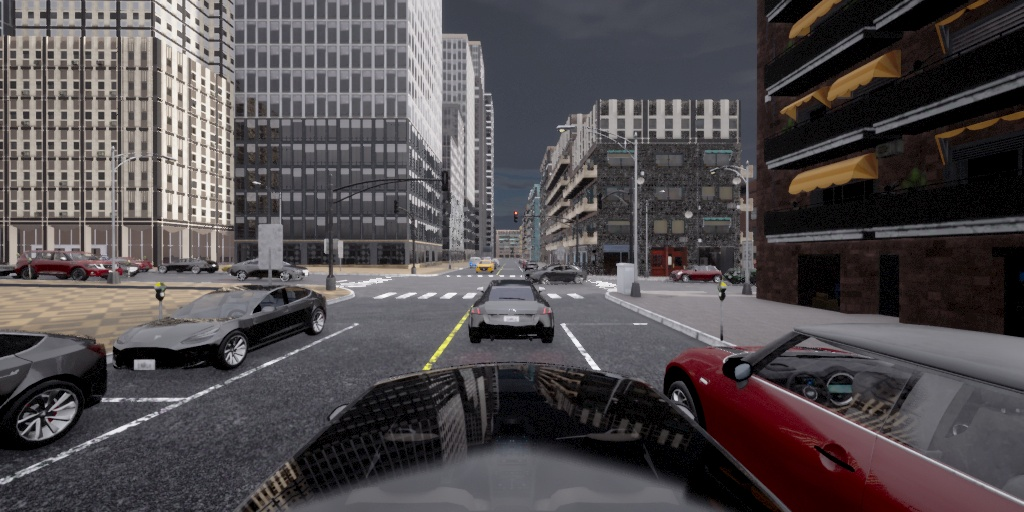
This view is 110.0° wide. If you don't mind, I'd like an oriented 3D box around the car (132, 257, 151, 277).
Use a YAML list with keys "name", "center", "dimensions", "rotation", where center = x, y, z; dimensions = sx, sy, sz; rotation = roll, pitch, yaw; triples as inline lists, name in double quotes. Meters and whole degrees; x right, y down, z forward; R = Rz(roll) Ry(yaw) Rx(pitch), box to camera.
- name: "car"
  center: [-28.704, 0.737, 24.814]
  dimensions: [4.902, 1.511, 2.128]
  rotation: [1, 0, -1]

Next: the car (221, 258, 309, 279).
- name: "car"
  center: [-16.798, 0.959, 24.990]
  dimensions: [4.902, 1.511, 2.128]
  rotation: [1, 0, -1]

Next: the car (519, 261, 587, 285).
- name: "car"
  center: [3.269, 1.349, 26.707]
  dimensions: [4.892, 1.490, 1.837]
  rotation: [2, -1, -23]

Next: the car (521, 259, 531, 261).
- name: "car"
  center: [2.553, 1.319, 47.411]
  dimensions: [1.948, 1.339, 4.313]
  rotation: [0, 0, 0]

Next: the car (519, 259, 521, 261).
- name: "car"
  center: [2.522, 1.301, 57.378]
  dimensions: [1.888, 1.381, 4.507]
  rotation: [0, 0, 0]

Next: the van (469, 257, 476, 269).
- name: "van"
  center: [-5.859, 1.097, 57.351]
  dimensions: [1.690, 1.789, 3.998]
  rotation: [0, 0, 0]

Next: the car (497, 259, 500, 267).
- name: "car"
  center: [-3.252, 1.247, 53.468]
  dimensions: [2.128, 1.511, 4.902]
  rotation: [0, 0, 0]

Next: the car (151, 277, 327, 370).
- name: "car"
  center: [-5.705, 1.315, 7.740]
  dimensions: [1.948, 1.339, 4.313]
  rotation: [0, 0, 0]

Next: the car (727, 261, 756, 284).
- name: "car"
  center: [20.190, 1.377, 28.715]
  dimensions: [5.566, 2.045, 2.150]
  rotation: [1, 0, -1]

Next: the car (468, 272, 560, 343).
- name: "car"
  center: [-0.020, 1.314, 9.675]
  dimensions: [1.994, 1.385, 4.181]
  rotation: [0, 0, 0]

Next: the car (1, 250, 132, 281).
- name: "car"
  center: [-27.446, 0.591, 22.241]
  dimensions: [5.009, 1.841, 2.192]
  rotation: [0, 0, -1]

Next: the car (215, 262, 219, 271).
- name: "car"
  center: [-22.131, 0.880, 30.788]
  dimensions: [4.829, 1.417, 1.751]
  rotation: [0, 0, -1]

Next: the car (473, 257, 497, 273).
- name: "car"
  center: [-3.225, 1.230, 43.397]
  dimensions: [1.882, 1.535, 5.008]
  rotation: [0, 0, 0]

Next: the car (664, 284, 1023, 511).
- name: "car"
  center: [2.692, 1.190, 2.521]
  dimensions: [1.967, 1.591, 4.097]
  rotation: [0, 0, 0]

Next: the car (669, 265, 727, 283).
- name: "car"
  center: [15.925, 1.508, 31.248]
  dimensions: [4.097, 1.591, 1.967]
  rotation: [0, 0, -1]

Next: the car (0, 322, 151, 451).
- name: "car"
  center: [-5.689, 1.316, 2.494]
  dimensions: [1.948, 1.339, 4.313]
  rotation: [0, 0, 0]

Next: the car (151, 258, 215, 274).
- name: "car"
  center: [-27.575, 0.815, 30.622]
  dimensions: [4.313, 1.339, 1.948]
  rotation: [0, 0, -1]
